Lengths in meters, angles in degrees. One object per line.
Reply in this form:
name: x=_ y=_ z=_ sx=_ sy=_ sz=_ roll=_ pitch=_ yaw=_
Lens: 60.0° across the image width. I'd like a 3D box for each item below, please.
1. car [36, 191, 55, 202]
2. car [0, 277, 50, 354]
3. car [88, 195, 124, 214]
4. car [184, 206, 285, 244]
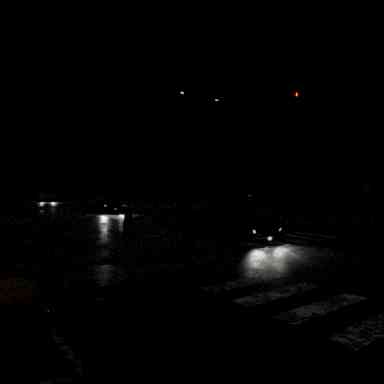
car: x=-20.671 y=0.635 z=46.861 sx=1.812 sy=1.442 sz=4.674 roll=0 pitch=1 yaw=-35
car: x=-4.222 y=1.525 z=3.650 sx=4.829 sy=1.417 sz=1.752 roll=0 pitch=0 yaw=-35
car: x=-7.383 y=1.035 z=28.138 sx=1.812 sy=1.442 sz=4.674 roll=0 pitch=1 yaw=-36
car: x=1.625 y=1.353 z=15.101 sx=2.033 sy=1.411 sz=5.357 roll=0 pitch=1 yaw=-32
